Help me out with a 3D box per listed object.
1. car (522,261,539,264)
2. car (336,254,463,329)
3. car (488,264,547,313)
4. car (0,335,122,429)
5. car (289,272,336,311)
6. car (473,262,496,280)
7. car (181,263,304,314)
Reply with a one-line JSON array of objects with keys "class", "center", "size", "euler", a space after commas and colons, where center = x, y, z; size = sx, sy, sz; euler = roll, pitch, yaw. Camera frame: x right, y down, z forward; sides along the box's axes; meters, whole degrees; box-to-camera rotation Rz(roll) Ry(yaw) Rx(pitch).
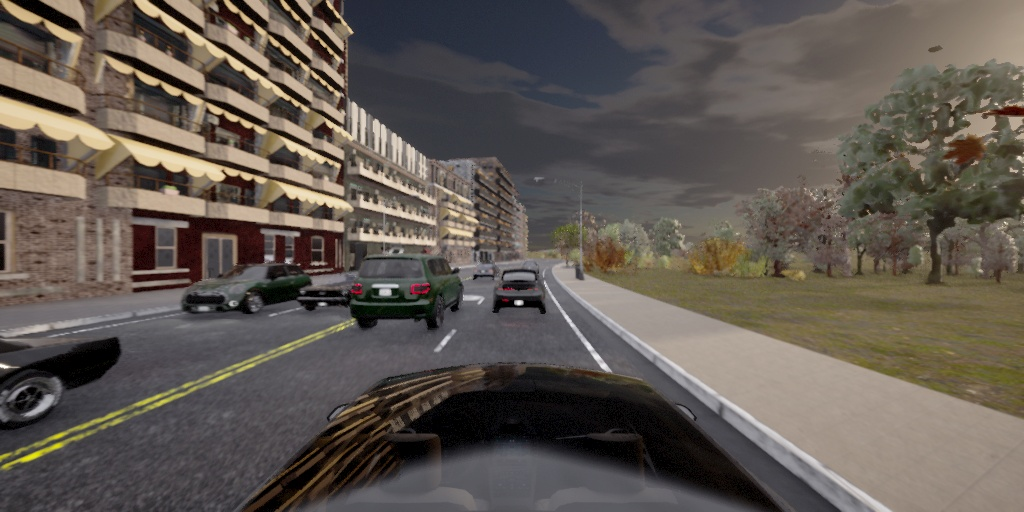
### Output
[{"class": "car", "center": [2.154, 1.269, 41.812], "size": [1.994, 1.385, 4.181], "euler": [0, 0, 6]}, {"class": "car", "center": [-2.980, 0.949, 11.290], "size": [2.150, 2.045, 5.566], "euler": [0, 0, 1]}, {"class": "car", "center": [0.314, 1.234, 14.013], "size": [1.837, 1.490, 4.892], "euler": [0, 1, 2]}, {"class": "car", "center": [-6.534, 1.340, 2.847], "size": [1.895, 1.301, 4.718], "euler": [0, 0, 1]}, {"class": "car", "center": [-6.320, 1.317, 14.310], "size": [1.895, 1.301, 4.718], "euler": [0, 0, 2]}, {"class": "car", "center": [-2.076, 1.252, 30.454], "size": [2.033, 1.411, 5.357], "euler": [0, 0, 4]}, {"class": "car", "center": [-9.594, 1.066, 13.470], "size": [2.097, 1.767, 4.553], "euler": [0, 0, 2]}]
